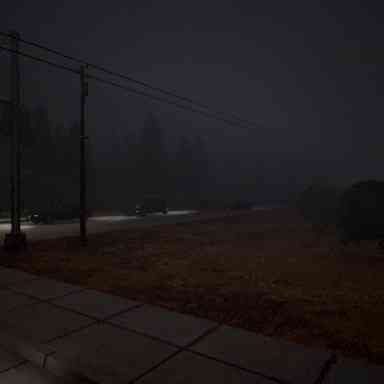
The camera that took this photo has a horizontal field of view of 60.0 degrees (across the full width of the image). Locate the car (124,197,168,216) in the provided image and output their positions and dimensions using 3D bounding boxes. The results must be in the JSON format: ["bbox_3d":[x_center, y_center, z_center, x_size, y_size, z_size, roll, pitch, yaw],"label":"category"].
[{"bbox_3d":[-4.360,1.312,32.122,2.097,1.767,4.553,0,0,37],"label":"car"}]

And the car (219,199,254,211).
[{"bbox_3d":[5.481,1.490,39.185,1.895,1.301,4.718,0,0,37],"label":"car"}]

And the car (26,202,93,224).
[{"bbox_3d":[-9.766,1.513,24.833,1.837,1.490,4.892,0,0,37],"label":"car"}]

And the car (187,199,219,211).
[{"bbox_3d":[1.491,1.509,39.995,1.895,1.301,4.718,0,0,37],"label":"car"}]
